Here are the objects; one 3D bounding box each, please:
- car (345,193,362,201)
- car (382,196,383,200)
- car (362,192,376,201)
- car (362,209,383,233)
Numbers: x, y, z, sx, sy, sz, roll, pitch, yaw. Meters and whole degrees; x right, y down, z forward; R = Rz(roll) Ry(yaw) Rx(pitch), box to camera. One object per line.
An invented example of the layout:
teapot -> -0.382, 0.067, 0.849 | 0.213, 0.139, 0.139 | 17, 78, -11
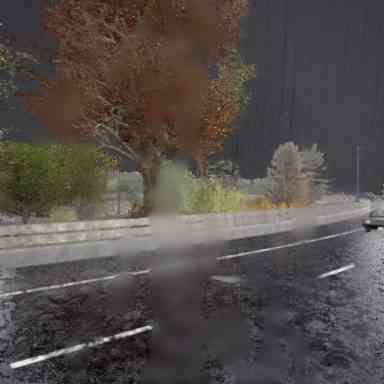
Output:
car -> 39.970, 1.420, 83.695 | 2.128, 1.511, 4.902 | 0, 0, 2
car -> 47.930, 1.393, 81.152 | 1.812, 1.442, 4.674 | 0, 0, 18
car -> 43.458, 1.111, 83.439 | 2.150, 2.045, 5.566 | 0, 0, 2
car -> 11.336, 1.614, 18.938 | 1.895, 1.301, 4.718 | 0, 0, 43
